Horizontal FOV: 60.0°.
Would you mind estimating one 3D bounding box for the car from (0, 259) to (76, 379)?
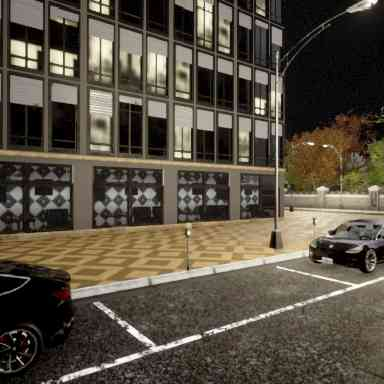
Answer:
[{"bbox_3d":[-3.641,1.566,3.960,4.313,1.339,1.947,0,0,-36],"label":"car"}]

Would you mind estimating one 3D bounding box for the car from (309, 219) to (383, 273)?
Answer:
[{"bbox_3d":[5.589,1.562,10.645,4.313,1.339,1.947,0,0,-36],"label":"car"}]
